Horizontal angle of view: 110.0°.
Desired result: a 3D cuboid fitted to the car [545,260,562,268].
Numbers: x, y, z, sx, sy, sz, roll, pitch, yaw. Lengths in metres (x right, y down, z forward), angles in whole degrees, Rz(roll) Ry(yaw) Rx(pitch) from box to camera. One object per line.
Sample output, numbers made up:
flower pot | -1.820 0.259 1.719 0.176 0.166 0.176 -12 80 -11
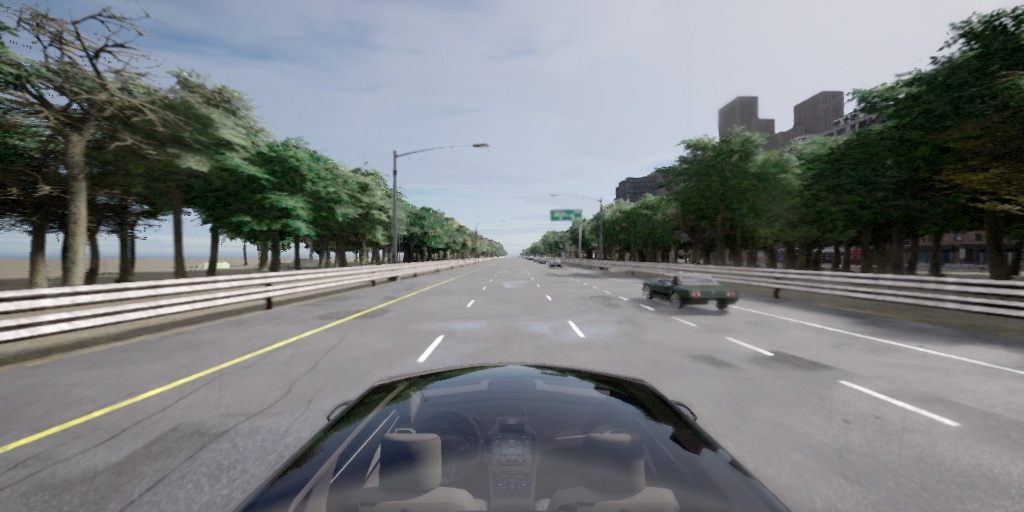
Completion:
car | 7.195 1.345 60.745 1.895 1.301 4.718 0 0 0

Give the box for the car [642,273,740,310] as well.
car | 7.011 1.356 14.761 1.895 1.301 4.718 0 0 0
